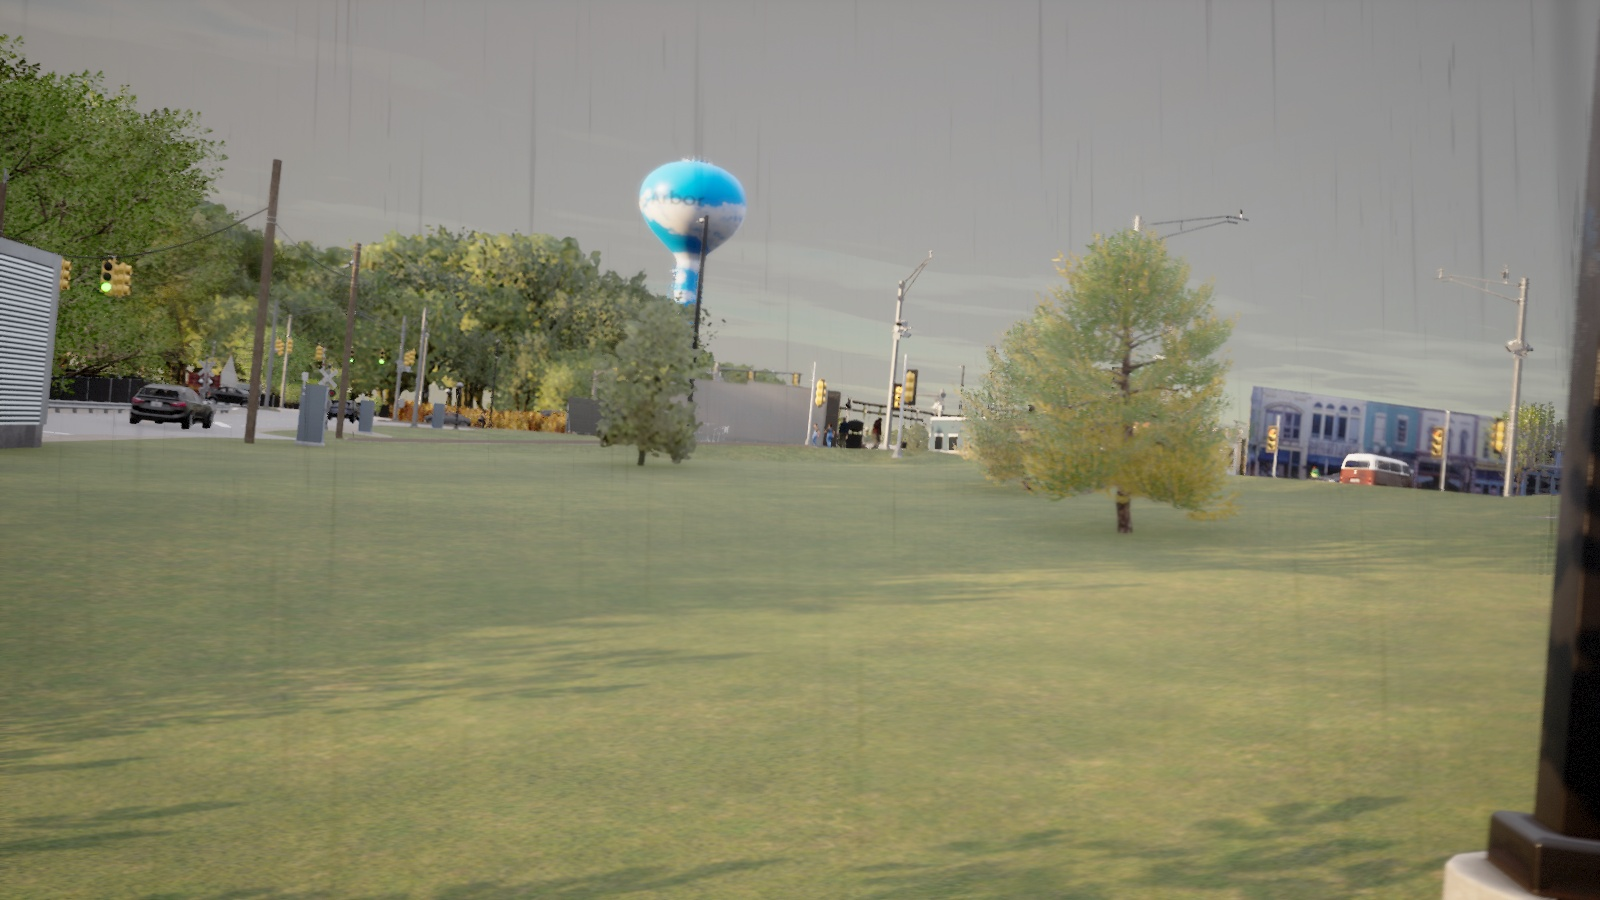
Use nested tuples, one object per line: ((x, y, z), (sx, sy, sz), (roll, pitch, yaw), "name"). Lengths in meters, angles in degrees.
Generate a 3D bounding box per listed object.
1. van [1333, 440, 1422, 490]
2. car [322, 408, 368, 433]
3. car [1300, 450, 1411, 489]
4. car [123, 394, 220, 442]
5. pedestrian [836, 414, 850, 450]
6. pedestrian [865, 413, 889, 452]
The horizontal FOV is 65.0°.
((27.407, 0.729, 59.530), (4.480, 2.038, 2.069), (5, -3, -40), "van")
((-33.769, -2.213, 93.334), (2.033, 1.649, 4.856), (5, 1, -6), "car")
((28.660, 0.994, 64.824), (5.027, 1.651, 2.152), (5, -1, -18), "car")
((-25.441, -1.302, 51.013), (2.242, 1.667, 4.611), (5, 0, -11), "car")
((2.263, -0.929, 66.115), (0.402, 1.842, 0.726), (4, -1, -17), "pedestrian")
((3.797, -0.867, 62.110), (0.899, 1.844, 0.634), (4, -1, -21), "pedestrian")
